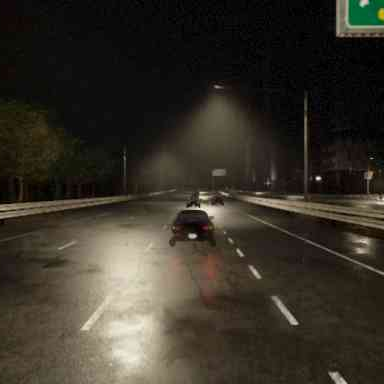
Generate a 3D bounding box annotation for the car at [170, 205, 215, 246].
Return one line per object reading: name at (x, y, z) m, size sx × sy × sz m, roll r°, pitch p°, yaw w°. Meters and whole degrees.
car at (0.026, 1.520, 15.043) m, size 1.812 × 1.442 × 4.674 m, roll 0°, pitch 0°, yaw 0°

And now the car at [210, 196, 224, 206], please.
car at (3.895, 1.332, 52.238) m, size 1.837 × 1.490 × 4.892 m, roll 0°, pitch 1°, yaw 1°

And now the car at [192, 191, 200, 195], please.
car at (0.572, 1.176, 73.019) m, size 1.837 × 1.490 × 4.892 m, roll 0°, pitch 0°, yaw 1°

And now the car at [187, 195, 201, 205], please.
car at (0.238, 1.462, 47.050) m, size 1.895 × 1.301 × 4.718 m, roll 0°, pitch 0°, yaw 1°
